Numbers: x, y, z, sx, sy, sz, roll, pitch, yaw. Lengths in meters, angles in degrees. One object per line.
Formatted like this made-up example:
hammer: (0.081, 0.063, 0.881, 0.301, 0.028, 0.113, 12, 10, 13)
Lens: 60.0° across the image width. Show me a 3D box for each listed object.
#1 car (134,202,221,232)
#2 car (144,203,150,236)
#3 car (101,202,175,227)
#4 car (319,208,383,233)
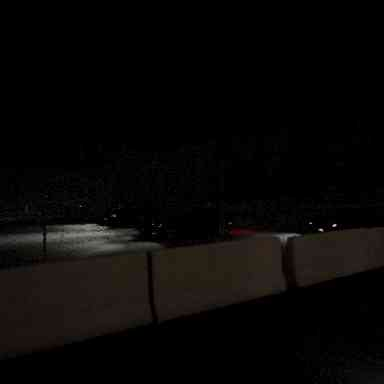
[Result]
car: (-0.818, 1.446, 20.408, 4.902, 1.511, 2.128, 0, 0, -34)
car: (-0.153, 1.438, 16.619, 5.008, 1.535, 1.882, 0, 0, -35)
car: (-3.642, 1.462, 22.715, 4.674, 1.442, 1.812, 0, 0, -34)
car: (8.750, 1.570, 18.490, 5.357, 1.411, 2.033, 0, 0, -35)
